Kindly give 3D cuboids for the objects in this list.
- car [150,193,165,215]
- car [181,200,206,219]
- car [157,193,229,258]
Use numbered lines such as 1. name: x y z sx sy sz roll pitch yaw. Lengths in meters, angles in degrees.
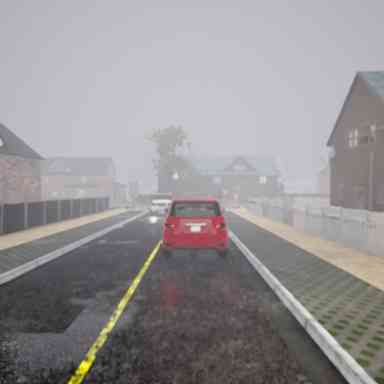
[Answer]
1. car: -2.734 1.131 32.644 2.150 2.045 5.566 0 0 0
2. car: 0.109 1.461 29.303 2.033 1.411 5.357 0 0 0
3. car: 0.107 1.179 12.695 2.150 2.045 5.566 0 0 0
